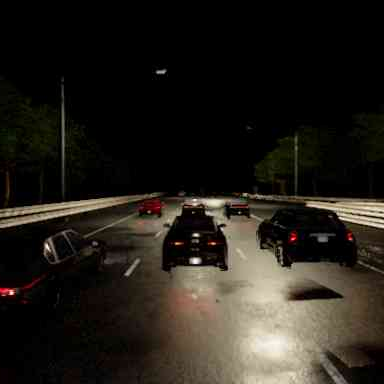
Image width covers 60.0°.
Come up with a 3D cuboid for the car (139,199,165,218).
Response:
[{"bbox_3d":[-3.390,1.366,28.635,1.812,1.442,4.674,0,1,0],"label":"car"}]

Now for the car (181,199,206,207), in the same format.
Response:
[{"bbox_3d":[0.108,1.341,27.608,2.128,1.511,4.902,0,1,0],"label":"car"}]

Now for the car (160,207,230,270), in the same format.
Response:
[{"bbox_3d":[0.095,1.468,10.884,1.837,1.490,4.892,0,1,0],"label":"car"}]

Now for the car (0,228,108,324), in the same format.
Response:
[{"bbox_3d":[-3.414,1.524,7.442,2.033,1.411,5.357,0,0,0],"label":"car"}]

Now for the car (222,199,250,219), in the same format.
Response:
[{"bbox_3d":[3.608,1.341,27.595,2.128,1.511,4.902,0,1,0],"label":"car"}]

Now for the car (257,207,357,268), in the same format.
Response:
[{"bbox_3d":[3.595,1.311,11.246,2.097,1.767,4.553,0,0,0],"label":"car"}]
